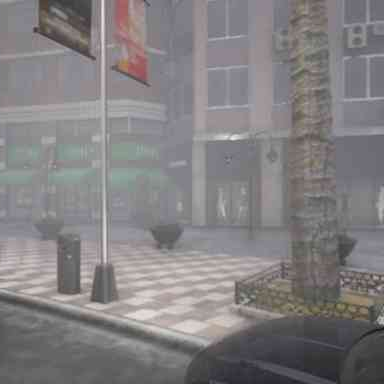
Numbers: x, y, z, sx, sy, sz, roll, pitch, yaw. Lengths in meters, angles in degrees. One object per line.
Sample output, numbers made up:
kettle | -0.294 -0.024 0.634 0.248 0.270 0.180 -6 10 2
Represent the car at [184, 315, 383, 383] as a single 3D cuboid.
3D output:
car | 2.180 1.472 1.744 5.008 1.535 1.882 0 0 36
